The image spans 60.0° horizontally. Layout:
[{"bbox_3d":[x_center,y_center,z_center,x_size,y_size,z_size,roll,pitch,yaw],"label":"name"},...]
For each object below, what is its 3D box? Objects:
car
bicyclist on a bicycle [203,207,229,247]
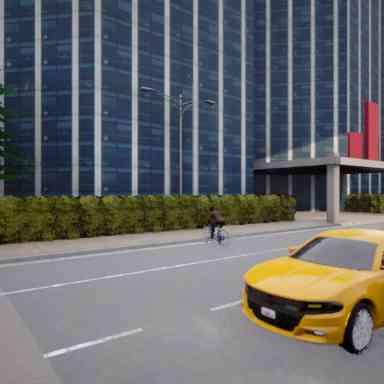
[{"bbox_3d":[3.104,1.477,6.313,5.008,1.535,1.882,0,0,-37],"label":"car"},{"bbox_3d":[0.985,1.455,13.933,0.582,1.620,1.656,0,-2,-37],"label":"bicyclist on a bicycle"}]
